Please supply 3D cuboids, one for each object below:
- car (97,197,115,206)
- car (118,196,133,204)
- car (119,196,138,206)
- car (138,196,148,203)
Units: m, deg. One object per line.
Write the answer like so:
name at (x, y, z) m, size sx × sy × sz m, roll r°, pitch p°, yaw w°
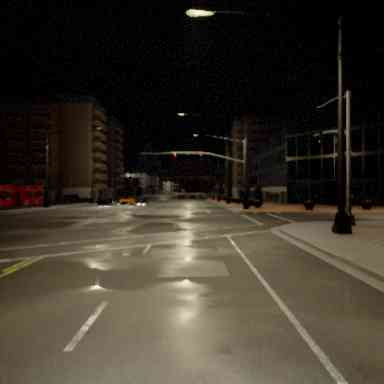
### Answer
car at (-14.051, 1.572, 54.461) m, size 1.994 × 1.385 × 4.181 m, roll 0°, pitch 0°, yaw 1°
car at (-13.981, 1.641, 69.777) m, size 2.128 × 1.511 × 4.902 m, roll 0°, pitch 0°, yaw 0°
car at (-10.553, 1.464, 54.372) m, size 1.882 × 1.535 × 5.008 m, roll 0°, pitch -1°, yaw 0°
car at (-10.481, 1.611, 69.714) m, size 2.128 × 1.511 × 4.902 m, roll 0°, pitch 0°, yaw 0°
